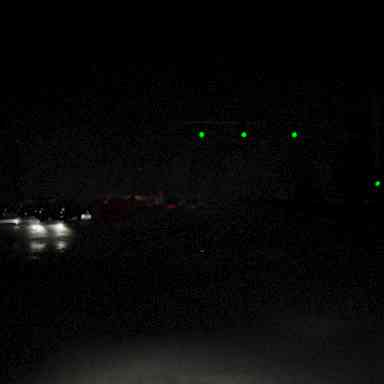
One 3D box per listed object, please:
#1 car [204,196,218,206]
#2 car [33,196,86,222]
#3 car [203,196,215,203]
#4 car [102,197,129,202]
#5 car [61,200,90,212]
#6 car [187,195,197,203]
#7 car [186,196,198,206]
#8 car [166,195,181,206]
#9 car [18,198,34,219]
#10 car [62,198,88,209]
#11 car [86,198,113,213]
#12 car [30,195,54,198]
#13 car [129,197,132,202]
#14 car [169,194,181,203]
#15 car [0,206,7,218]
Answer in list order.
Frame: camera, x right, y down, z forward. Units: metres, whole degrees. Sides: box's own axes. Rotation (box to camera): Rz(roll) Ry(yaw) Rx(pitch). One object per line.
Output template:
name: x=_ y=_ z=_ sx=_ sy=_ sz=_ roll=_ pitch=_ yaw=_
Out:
car: x=3.503 y=1.703 z=58.864 sx=2.033 sy=1.411 sz=5.357 roll=0 pitch=0 yaw=0
car: x=-10.589 y=1.424 z=27.021 sx=2.097 sy=1.767 sz=4.553 roll=0 pitch=0 yaw=0
car: x=3.504 y=1.555 z=69.284 sx=2.033 sy=1.411 sz=5.357 roll=0 pitch=0 yaw=0
car: x=-10.577 y=1.474 z=46.302 sx=2.097 sy=1.767 sz=4.553 roll=0 pitch=0 yaw=0
car: x=-14.079 y=1.671 z=40.421 sx=1.994 sy=1.385 sz=4.181 roll=0 pitch=0 yaw=0
car: x=0.004 y=1.508 z=69.284 sx=1.882 sy=1.535 sz=5.008 roll=0 pitch=0 yaw=0
car: x=0.003 y=1.660 z=58.864 sx=1.837 sy=1.490 sz=4.892 roll=0 pitch=0 yaw=0
car: x=-3.497 y=1.660 z=58.864 sx=1.837 sy=1.490 sz=4.892 roll=0 pitch=0 yaw=0
car: x=-14.082 y=1.585 z=30.554 sx=1.837 sy=1.490 sz=4.892 roll=0 pitch=0 yaw=0
car: x=-17.554 y=1.680 z=50.350 sx=2.033 sy=1.411 sz=5.357 roll=0 pitch=0 yaw=0
car: x=-10.590 y=1.644 z=36.492 sx=2.033 sy=1.411 sz=5.357 roll=0 pitch=0 yaw=0
car: x=-17.577 y=1.323 z=38.476 sx=2.150 sy=2.045 sz=5.566 roll=0 pitch=0 yaw=1
car: x=-10.521 y=1.655 z=57.340 sx=1.837 sy=1.490 sz=4.892 roll=0 pitch=0 yaw=1
car: x=-3.496 y=1.371 z=69.255 sx=2.097 sy=1.767 sz=4.553 roll=0 pitch=0 yaw=0
car: x=-17.587 y=1.638 z=28.176 sx=1.994 sy=1.385 sz=4.181 roll=0 pitch=0 yaw=0
